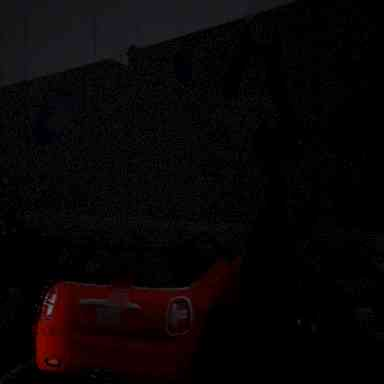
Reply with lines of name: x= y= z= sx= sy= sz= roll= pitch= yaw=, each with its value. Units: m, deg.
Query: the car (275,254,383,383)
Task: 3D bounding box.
car: x=2.110 y=1.485 z=3.898 sx=2.231 sy=1.521 sz=4.892 roll=0 pitch=-1 yaw=15

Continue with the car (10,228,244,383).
car: x=-0.362 y=1.383 z=5.633 sx=2.185 sy=1.767 sz=4.553 roll=0 pitch=-1 yaw=15

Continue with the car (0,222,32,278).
car: x=-5.316 y=1.559 z=9.099 sx=2.097 sy=1.535 sz=5.008 roll=0 pitch=-1 yaw=14
